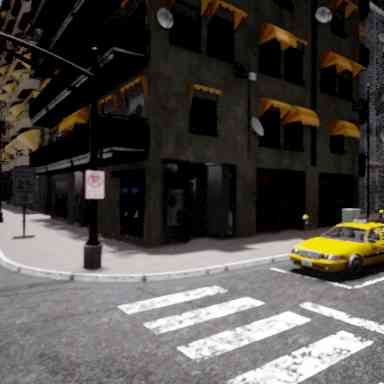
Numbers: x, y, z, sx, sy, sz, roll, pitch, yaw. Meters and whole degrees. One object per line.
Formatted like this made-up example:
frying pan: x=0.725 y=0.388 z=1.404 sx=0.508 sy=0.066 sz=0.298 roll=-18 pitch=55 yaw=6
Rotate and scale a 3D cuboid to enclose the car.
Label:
car: x=4.966 y=1.525 z=10.088 sx=4.829 sy=1.417 sz=1.752 roll=0 pitch=1 yaw=-35
